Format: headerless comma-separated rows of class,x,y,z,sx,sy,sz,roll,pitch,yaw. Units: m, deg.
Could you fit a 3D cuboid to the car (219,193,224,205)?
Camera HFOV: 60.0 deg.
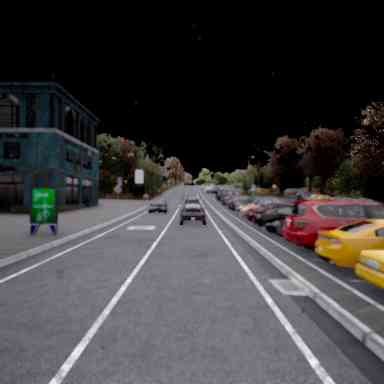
car,6.535,1.256,46.270,4.792,1.488,2.163,0,2,0

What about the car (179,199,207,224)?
car,0.069,1.546,25.187,1.837,1.490,4.892,0,1,0

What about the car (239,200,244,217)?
car,6.450,1.617,26.760,4.674,1.452,2.002,0,0,0

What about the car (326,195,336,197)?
car,19.606,1.362,40.792,5.008,1.535,2.097,0,1,0

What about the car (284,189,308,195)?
car,19.731,0.714,60.303,4.674,1.452,2.002,0,3,0

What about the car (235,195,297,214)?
car,6.495,1.427,29.546,4.553,1.767,2.185,0,0,0

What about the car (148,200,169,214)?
car,-3.388,1.492,34.505,2.033,1.411,5.357,0,1,0

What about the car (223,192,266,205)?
car,6.500,1.244,40.686,4.553,1.767,2.185,0,1,0

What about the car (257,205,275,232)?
car,6.368,1.630,18.395,4.792,1.488,2.163,0,0,0

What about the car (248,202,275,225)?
car,6.409,1.601,21.182,5.008,1.535,2.097,0,0,0

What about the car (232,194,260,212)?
car,6.512,1.395,32.326,4.553,1.767,2.185,0,1,0

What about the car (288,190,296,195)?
car,19.715,0.839,57.521,4.674,1.452,2.002,0,3,0

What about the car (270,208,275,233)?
car,6.378,1.632,15.609,4.674,1.452,2.002,0,0,0

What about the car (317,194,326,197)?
car,19.623,1.293,43.581,5.008,1.535,2.097,0,2,0

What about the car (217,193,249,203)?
car,6.609,0.929,54.626,5.008,1.535,2.097,0,2,0

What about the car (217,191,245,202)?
car,6.662,0.686,57.397,4.553,1.767,2.185,0,2,0

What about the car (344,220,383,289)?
car,6.516,1.551,7.258,5.366,1.575,1.946,0,0,0

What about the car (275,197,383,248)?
car,6.392,1.328,12.827,5.566,2.045,2.435,0,0,0

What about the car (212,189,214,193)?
car,6.635,0.590,62.969,4.792,1.488,2.163,0,3,0

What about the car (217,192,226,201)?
car,6.575,1.138,49.047,4.892,1.521,2.231,0,2,0

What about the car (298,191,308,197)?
car,19.863,1.029,51.818,5.366,1.575,1.946,0,2,0

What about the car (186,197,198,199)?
car,0.022,1.319,41.362,2.128,1.511,4.902,0,1,0

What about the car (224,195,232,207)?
car,6.485,1.458,37.903,4.792,1.488,2.163,0,1,0

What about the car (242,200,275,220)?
car,6.425,1.593,23.971,5.008,1.535,2.097,0,0,0

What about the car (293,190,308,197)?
car,19.723,0.952,54.610,4.792,1.488,2.163,0,2,0

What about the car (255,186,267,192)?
car,19.615,-0.085,90.066,5.008,1.535,2.097,0,3,0

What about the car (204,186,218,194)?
car,6.525,-0.190,92.779,4.792,1.488,2.163,0,3,0

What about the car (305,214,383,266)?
car,6.342,1.567,10.043,5.008,1.535,2.097,0,0,0

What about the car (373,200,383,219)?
car,19.360,1.544,29.642,5.366,1.575,1.946,0,1,0

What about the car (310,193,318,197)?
car,19.616,1.246,46.372,4.792,1.488,2.163,0,2,0

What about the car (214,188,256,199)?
car,6.626,0.787,51.825,5.566,2.045,2.435,0,2,0

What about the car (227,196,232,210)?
car,6.527,1.508,35.115,4.792,1.488,2.163,0,1,0

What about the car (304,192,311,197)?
car,19.846,1.129,49.025,5.366,1.575,1.946,0,2,0
